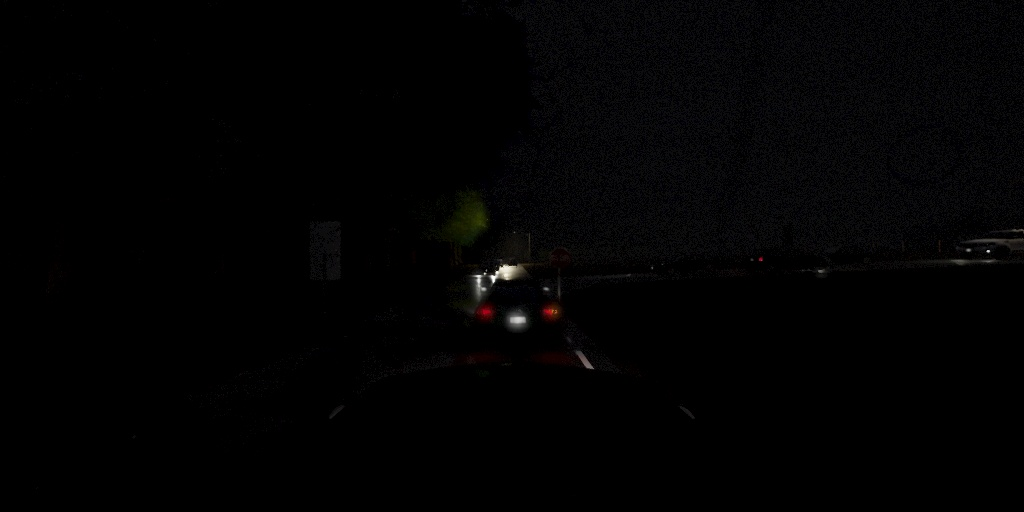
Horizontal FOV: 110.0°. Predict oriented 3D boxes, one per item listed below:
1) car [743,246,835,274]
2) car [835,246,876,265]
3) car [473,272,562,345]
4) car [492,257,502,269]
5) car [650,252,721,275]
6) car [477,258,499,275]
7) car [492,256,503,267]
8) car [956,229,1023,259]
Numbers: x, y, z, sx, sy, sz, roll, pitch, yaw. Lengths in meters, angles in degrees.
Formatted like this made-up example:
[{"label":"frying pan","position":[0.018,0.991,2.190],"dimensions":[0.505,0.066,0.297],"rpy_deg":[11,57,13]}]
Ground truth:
[{"label":"car","position":[18.057,0.159,23.807],"dimensions":[4.553,1.767,2.097],"rpy_deg":[-3,1,1]},{"label":"car","position":[24.236,-0.007,26.693],"dimensions":[4.674,1.442,1.812],"rpy_deg":[-3,1,0]},{"label":"car","position":[0.092,1.310,9.496],"dimensions":[1.994,1.385,4.181],"rpy_deg":[0,0,-1]},{"label":"car","position":[-2.734,1.246,49.396],"dimensions":[1.882,1.535,5.008],"rpy_deg":[0,0,1]},{"label":"car","position":[12.910,0.519,26.793],"dimensions":[4.902,1.511,2.128],"rpy_deg":[-3,1,-1]},{"label":"car","position":[-2.710,1.262,39.303],"dimensions":[1.837,1.490,4.892],"rpy_deg":[0,0,-1]},{"label":"car","position":[-2.651,1.010,61.925],"dimensions":[2.150,2.045,5.566],"rpy_deg":[0,0,1]},{"label":"car","position":[36.564,-0.907,26.540],"dimensions":[5.566,2.045,2.150],"rpy_deg":[-3,1,0]}]
